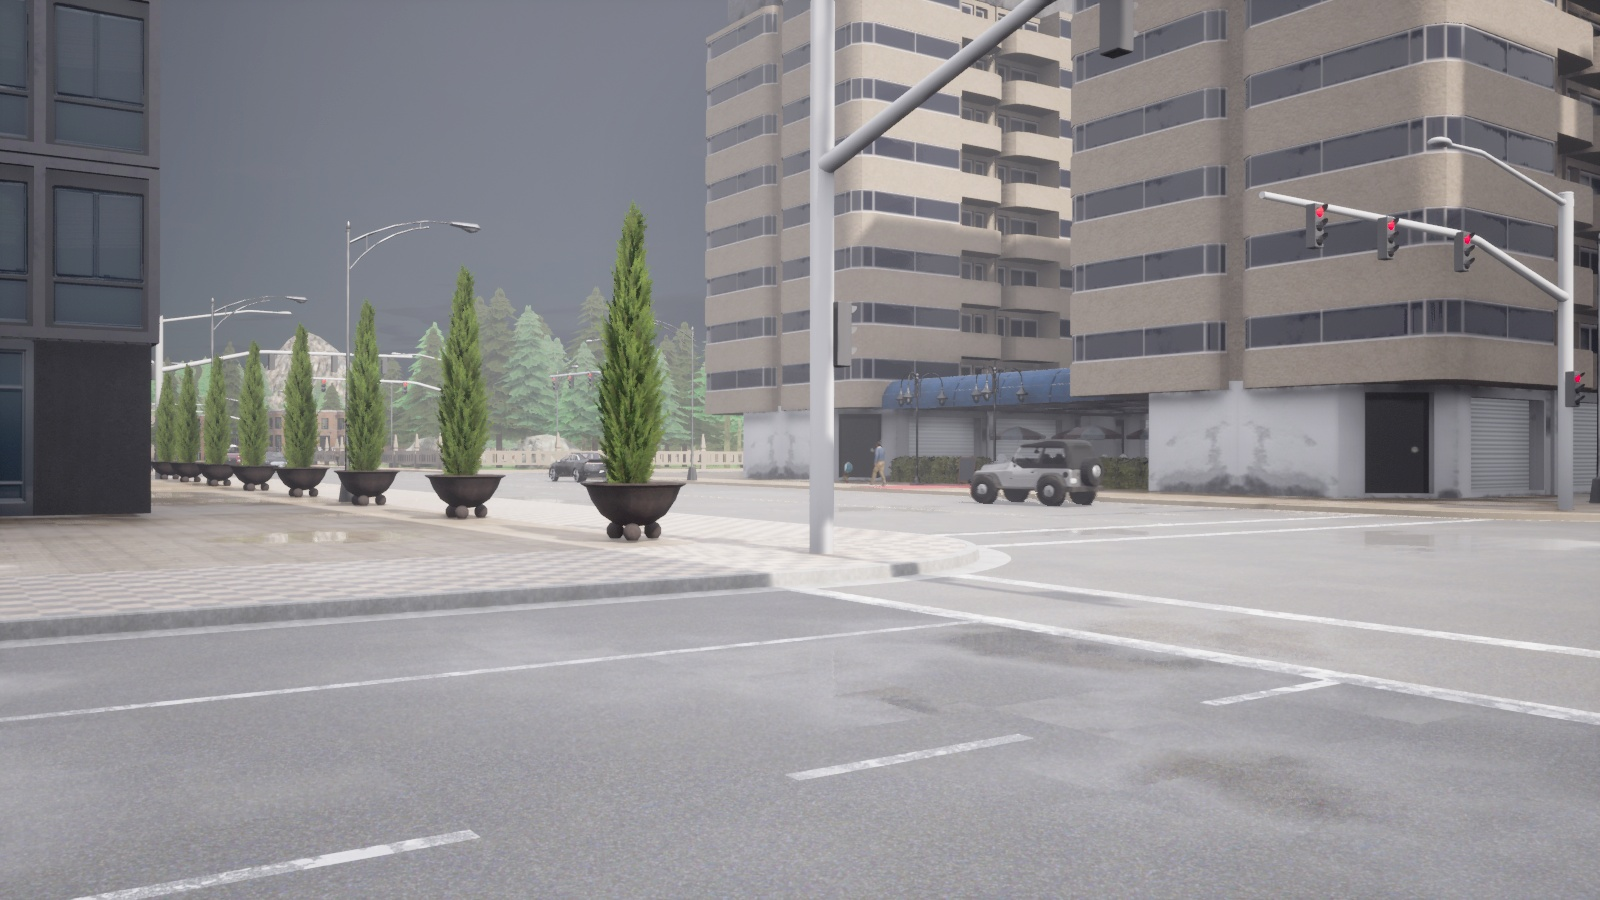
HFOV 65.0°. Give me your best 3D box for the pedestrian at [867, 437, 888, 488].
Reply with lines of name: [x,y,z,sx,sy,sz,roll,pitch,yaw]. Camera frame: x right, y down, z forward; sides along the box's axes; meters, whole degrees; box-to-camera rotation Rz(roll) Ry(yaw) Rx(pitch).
pedestrian: [3.008,0.486,48.876,0.423,1.949,0.788,0,0,-36]

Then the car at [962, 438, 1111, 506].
car: [6.829,0.615,36.478,3.866,1.878,1.905,0,0,45]

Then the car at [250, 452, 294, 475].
car: [-38.355,0.979,91.189,2.033,1.649,4.856,0,0,-34]

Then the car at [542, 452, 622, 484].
car: [-11.100,0.880,63.618,2.128,1.511,4.902,0,0,-34]

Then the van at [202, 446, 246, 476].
van: [-40.309,0.769,87.841,2.069,2.038,4.480,0,0,-34]
